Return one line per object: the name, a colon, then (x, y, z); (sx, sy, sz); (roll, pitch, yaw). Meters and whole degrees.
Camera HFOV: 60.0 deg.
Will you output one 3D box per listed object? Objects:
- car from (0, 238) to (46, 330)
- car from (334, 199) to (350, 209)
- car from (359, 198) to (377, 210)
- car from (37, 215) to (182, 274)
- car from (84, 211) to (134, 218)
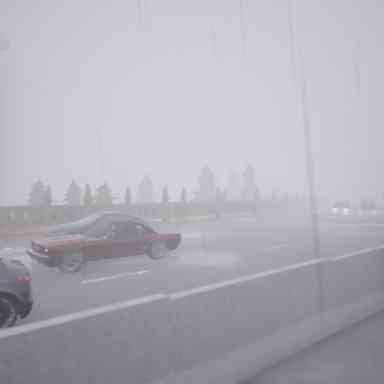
car: (-4.734, 1.591, 5.074); (4.181, 1.385, 1.994); (0, 0, -36)
car: (22.213, 1.725, 49.203); (1.895, 1.301, 4.718); (-1, 0, 30)
car: (23.413, 1.568, 44.179); (1.882, 1.535, 5.008); (-1, -1, 29)
car: (-2.727, 1.640, 10.902); (4.718, 1.301, 1.895); (0, 0, -39)
car: (-3.884, 1.580, 14.503); (4.674, 1.442, 1.812); (0, 0, -40)
